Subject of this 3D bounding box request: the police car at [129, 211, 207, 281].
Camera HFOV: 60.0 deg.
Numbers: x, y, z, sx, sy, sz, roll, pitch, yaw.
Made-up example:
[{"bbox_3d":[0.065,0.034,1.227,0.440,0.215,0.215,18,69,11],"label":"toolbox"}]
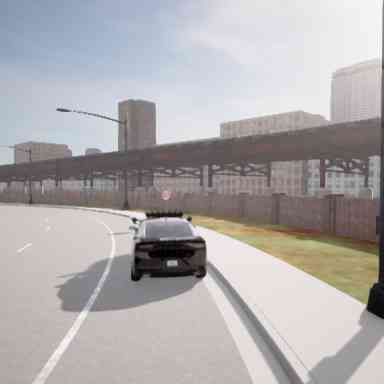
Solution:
[{"bbox_3d":[-0.853,1.413,10.087,1.930,1.638,5.238,0,0,-9],"label":"police car"}]
